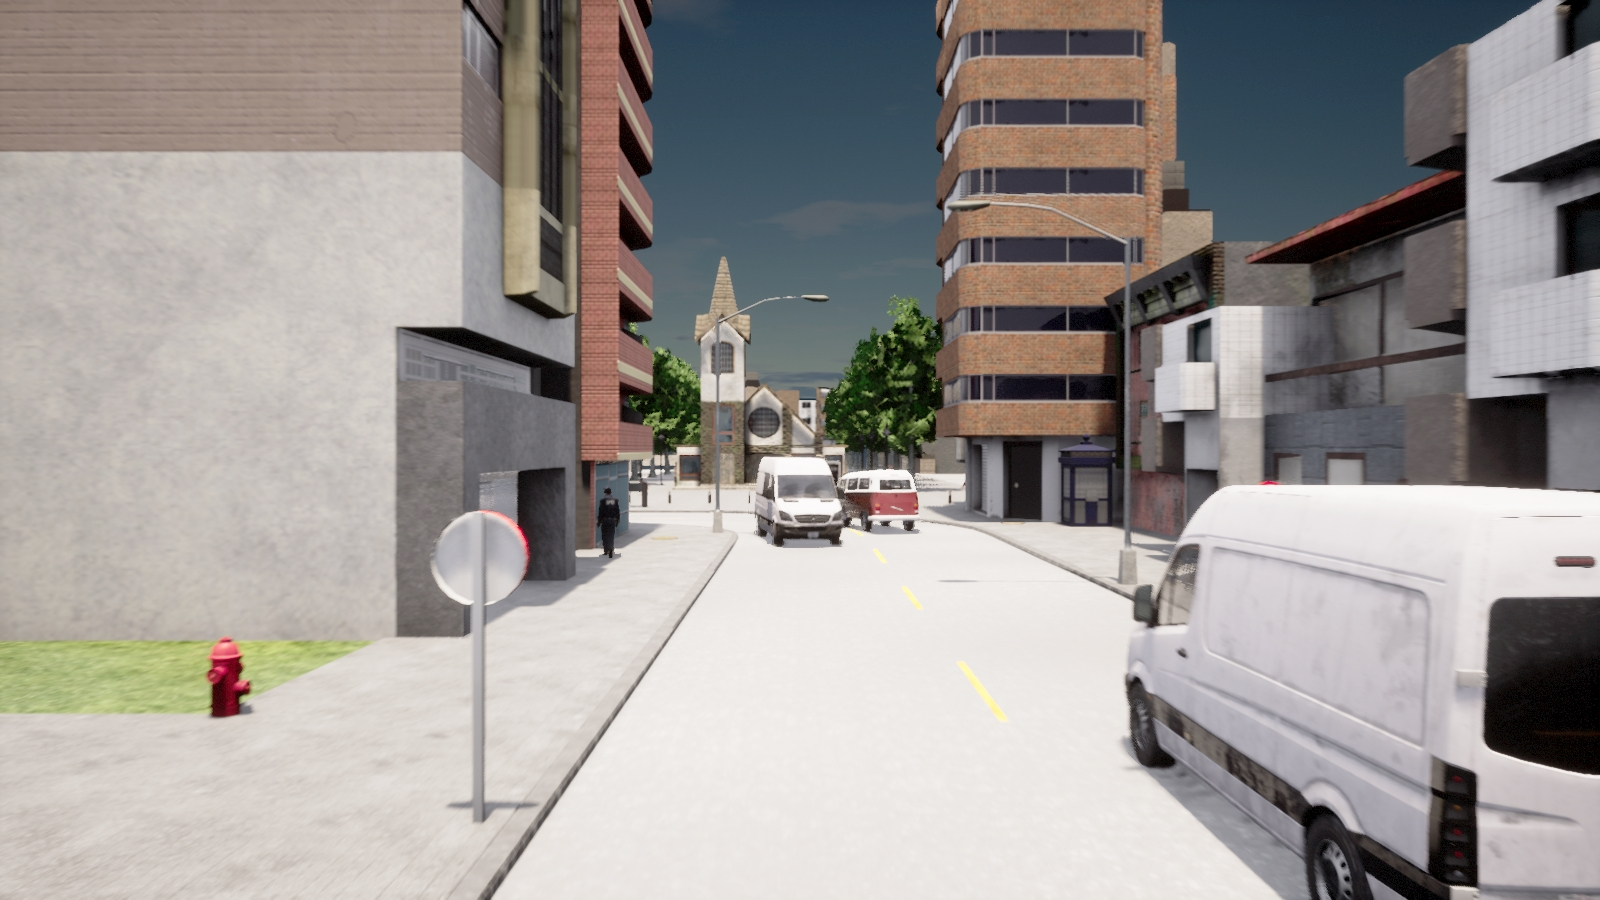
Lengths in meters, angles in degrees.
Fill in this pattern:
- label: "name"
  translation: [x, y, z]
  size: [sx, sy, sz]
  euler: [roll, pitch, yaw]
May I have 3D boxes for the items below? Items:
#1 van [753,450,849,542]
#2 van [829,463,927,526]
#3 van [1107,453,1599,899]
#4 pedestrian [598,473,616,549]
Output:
- label: "van"
  translation: [-0.084, 1.289, 35.017]
  size: [1.988, 2.561, 5.915]
  euler: [0, 0, -9]
- label: "van"
  translation: [2.665, 1.524, 40.033]
  size: [2.069, 2.038, 4.480]
  euler: [0, -2, -15]
- label: "van"
  translation: [3.997, 1.307, 8.212]
  size: [1.988, 2.561, 5.915]
  euler: [0, 0, 0]
- label: "pedestrian"
  translation: [-4.801, 1.502, 28.420]
  size: [0.375, 1.860, 0.375]
  euler: [0, 0, -19]
